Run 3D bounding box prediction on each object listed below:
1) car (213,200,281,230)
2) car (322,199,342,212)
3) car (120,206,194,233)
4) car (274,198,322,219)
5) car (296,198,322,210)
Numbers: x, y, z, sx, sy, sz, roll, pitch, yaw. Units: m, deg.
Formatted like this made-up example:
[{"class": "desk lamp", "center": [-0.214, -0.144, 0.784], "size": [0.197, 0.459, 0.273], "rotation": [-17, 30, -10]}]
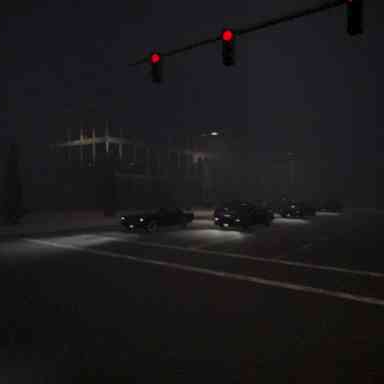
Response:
[{"class": "car", "center": [3.488, 1.494, 21.111], "size": [2.033, 1.411, 5.357], "rotation": [0, 0, 36]}, {"class": "car", "center": [15.636, 1.497, 37.742], "size": [2.033, 1.411, 5.357], "rotation": [0, 0, 36]}, {"class": "car", "center": [-1.959, 1.527, 19.582], "size": [1.895, 1.301, 4.718], "rotation": [0, 0, 36]}, {"class": "car", "center": [9.425, 1.496, 29.248], "size": [2.033, 1.411, 5.357], "rotation": [0, 0, 36]}, {"class": "car", "center": [15.220, 1.493, 43.068], "size": [1.994, 1.385, 4.181], "rotation": [0, 0, 37]}]
